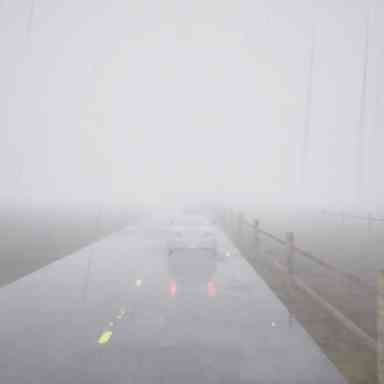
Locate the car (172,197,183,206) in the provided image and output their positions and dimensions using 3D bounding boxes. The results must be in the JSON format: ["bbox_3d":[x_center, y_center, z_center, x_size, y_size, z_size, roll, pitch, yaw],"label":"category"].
[{"bbox_3d":[-2.750,1.752,65.039,2.097,1.767,4.553,0,0,0],"label":"car"}]

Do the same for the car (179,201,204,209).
[{"bbox_3d":[0.033,1.811,28.891,1.812,1.442,4.674,0,0,1],"label":"car"}]

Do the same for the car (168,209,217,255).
[{"bbox_3d":[0.030,1.663,13.892,1.812,1.442,4.674,0,0,1],"label":"car"}]
